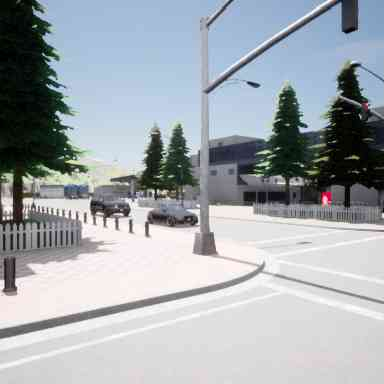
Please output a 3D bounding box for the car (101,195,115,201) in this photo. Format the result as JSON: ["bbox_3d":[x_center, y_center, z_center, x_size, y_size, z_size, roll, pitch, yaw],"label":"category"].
[{"bbox_3d":[-20.912,1.400,82.792,1.970,1.475,3.806,0,0,-37],"label":"car"}]

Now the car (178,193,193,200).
[{"bbox_3d":[-1.789,1.092,88.079,1.905,1.878,3.866,0,0,-37],"label":"car"}]

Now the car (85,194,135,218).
[{"bbox_3d":[-7.837,1.237,31.401,2.150,2.045,5.566,0,0,-37],"label":"car"}]

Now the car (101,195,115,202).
[{"bbox_3d":[-18.884,1.389,75.056,1.845,1.501,3.633,0,0,-37],"label":"car"}]

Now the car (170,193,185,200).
[{"bbox_3d":[-3.877,1.113,86.017,1.932,1.855,4.605,0,0,-37],"label":"car"}]

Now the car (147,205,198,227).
[{"bbox_3d":[-1.401,1.579,22.884,1.994,1.385,4.181,0,0,-37],"label":"car"}]
